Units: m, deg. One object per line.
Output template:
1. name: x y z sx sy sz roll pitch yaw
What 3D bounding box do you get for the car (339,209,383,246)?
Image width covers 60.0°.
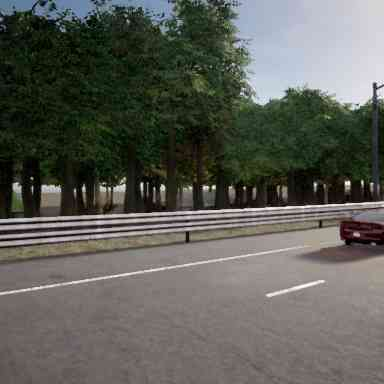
1. car: 8.267 1.458 14.064 5.008 1.535 1.882 0 0 -35
